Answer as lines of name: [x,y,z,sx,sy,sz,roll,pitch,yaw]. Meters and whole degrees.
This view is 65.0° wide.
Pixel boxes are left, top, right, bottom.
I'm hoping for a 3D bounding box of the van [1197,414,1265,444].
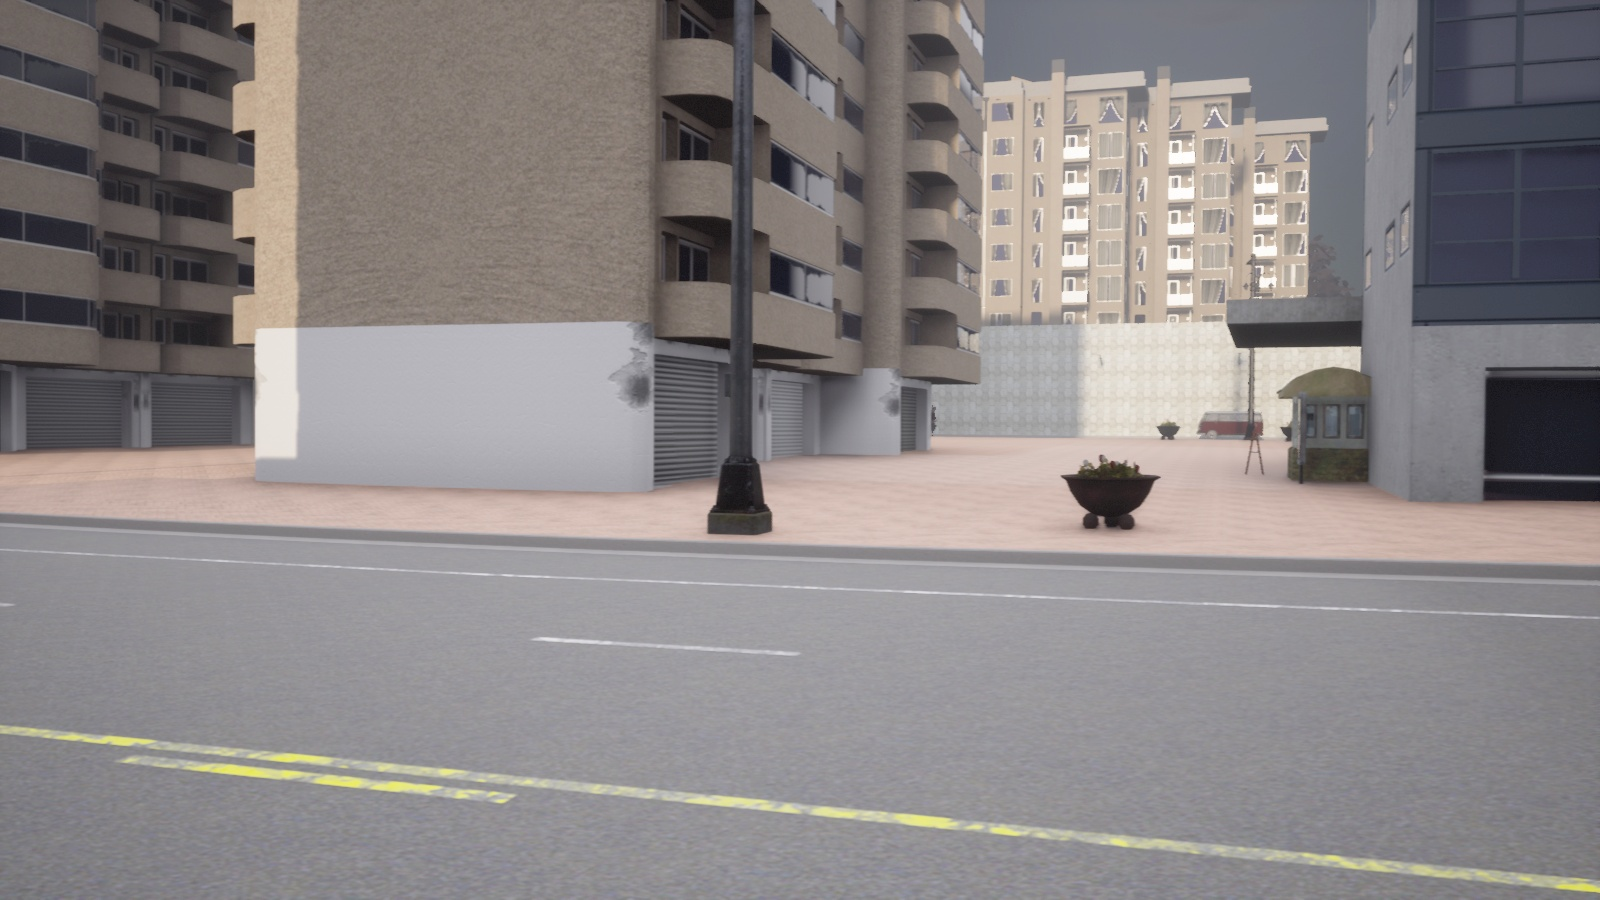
van: [30.071,-1.476,87.594,4.442,1.987,1.775,1,1,20]
